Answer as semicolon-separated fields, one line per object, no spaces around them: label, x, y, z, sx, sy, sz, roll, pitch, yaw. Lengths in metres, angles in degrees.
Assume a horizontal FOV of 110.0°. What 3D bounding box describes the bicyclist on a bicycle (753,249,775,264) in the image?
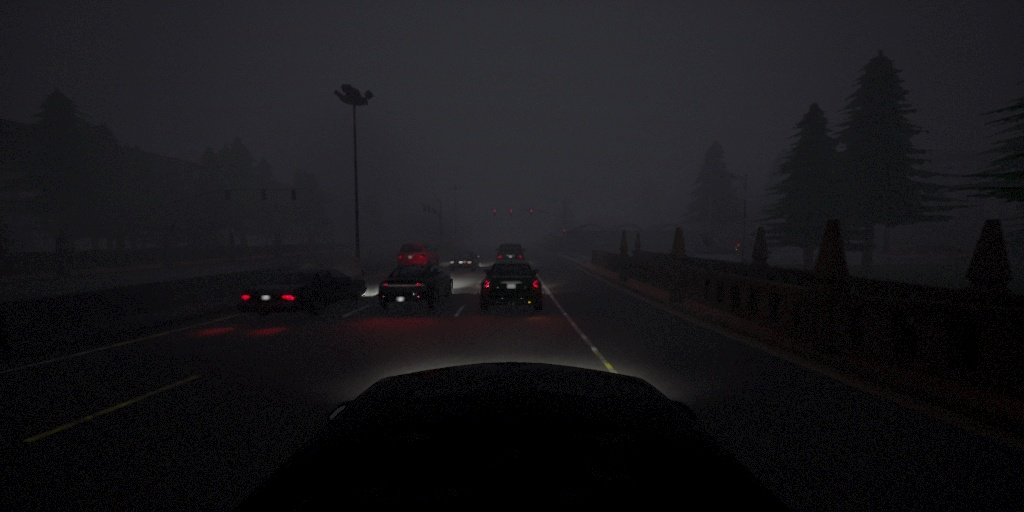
bicyclist on a bicycle;22.063;-0.129;31.394;0.582;1.620;1.656;-2;4;-35

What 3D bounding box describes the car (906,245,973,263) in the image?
car;42.391;-0.300;35.205;4.553;1.767;2.097;0;3;2

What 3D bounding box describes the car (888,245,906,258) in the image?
car;43.295;-0.375;38.679;5.008;1.535;1.882;0;3;2

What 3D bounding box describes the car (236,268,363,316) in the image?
car;-7.027;1.140;12.742;2.033;1.411;5.357;0;2;0

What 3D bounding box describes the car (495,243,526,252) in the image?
car;-0.110;0.005;27.743;2.150;2.045;5.566;0;4;0

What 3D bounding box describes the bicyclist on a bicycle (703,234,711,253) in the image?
bicyclist on a bicycle;17.605;-1.271;32.412;0.582;1.620;1.656;-8;44;16

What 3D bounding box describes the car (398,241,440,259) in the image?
car;-7.110;0.007;27.686;2.150;2.045;5.566;0;4;0

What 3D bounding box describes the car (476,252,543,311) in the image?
car;-0.022;0.908;13.661;2.097;1.767;4.553;0;2;0

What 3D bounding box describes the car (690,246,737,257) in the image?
car;23.957;-0.486;42.709;4.718;1.301;1.895;0;3;2

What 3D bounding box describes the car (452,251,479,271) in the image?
car;-3.610;0.332;27.680;2.033;1.411;5.357;0;3;0

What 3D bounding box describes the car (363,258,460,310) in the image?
car;-3.523;1.047;13.748;2.128;1.511;4.902;0;2;0
